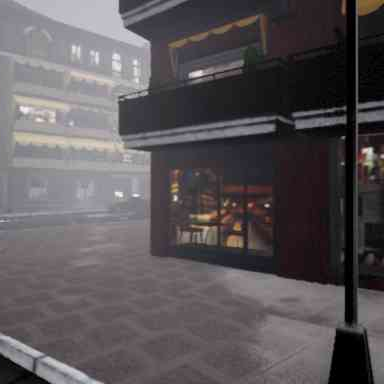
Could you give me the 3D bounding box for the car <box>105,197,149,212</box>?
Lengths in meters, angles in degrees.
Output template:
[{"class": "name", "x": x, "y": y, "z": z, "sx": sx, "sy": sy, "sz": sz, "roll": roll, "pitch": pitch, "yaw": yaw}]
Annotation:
[{"class": "car", "x": -6.060, "y": 1.110, "z": 31.341, "sx": 4.206, "sy": 1.307, "sz": 1.802, "roll": -1, "pitch": 2, "yaw": -39}]
